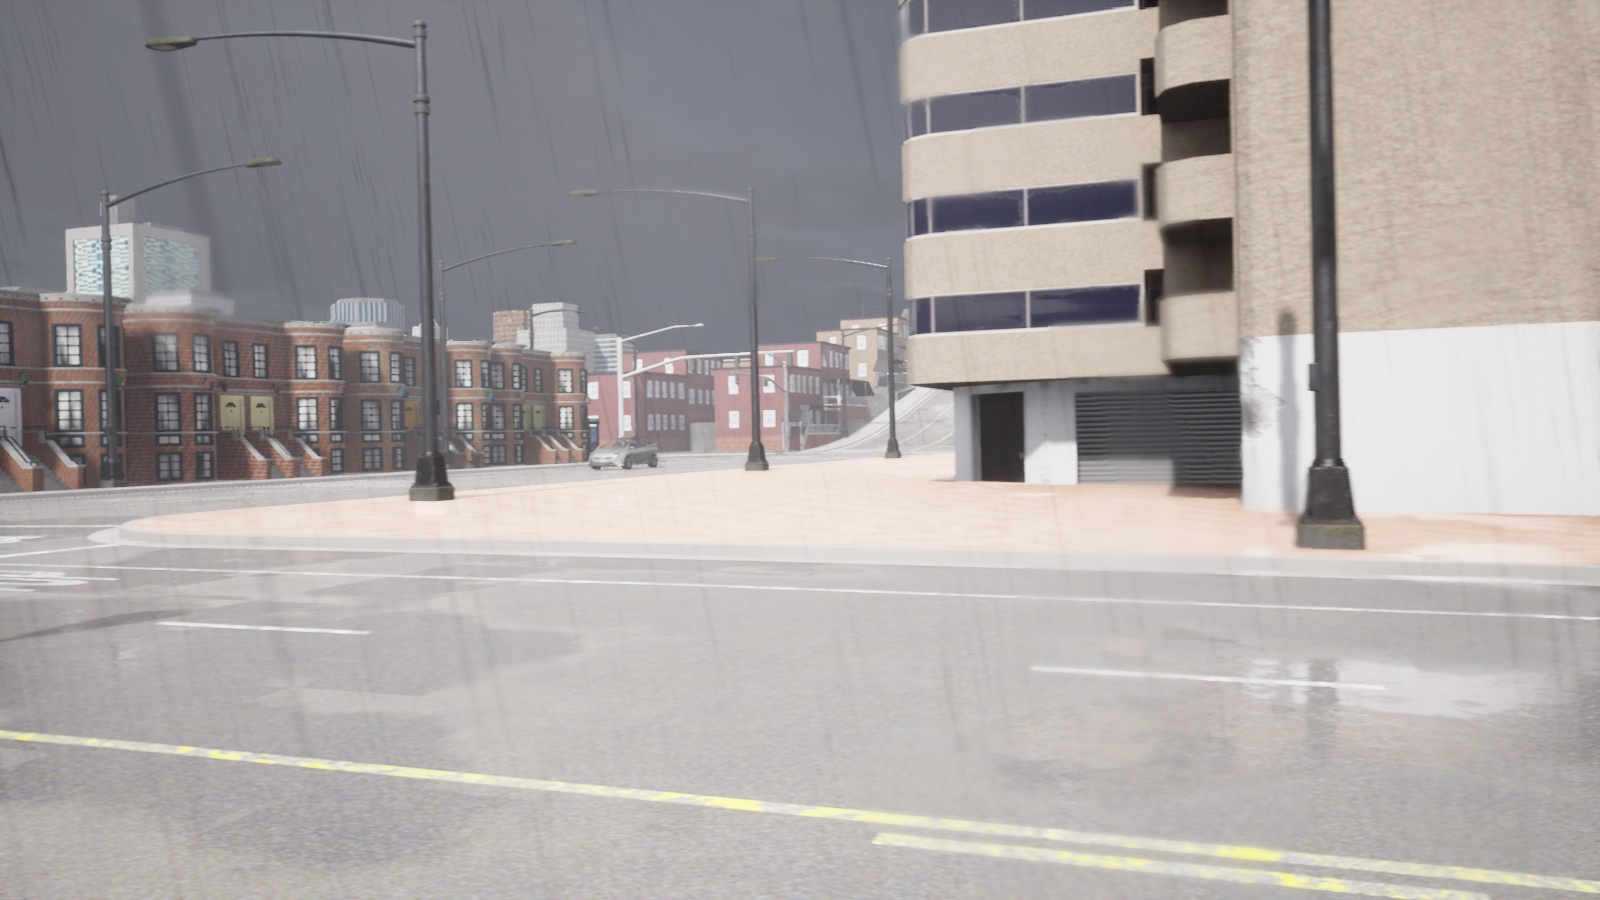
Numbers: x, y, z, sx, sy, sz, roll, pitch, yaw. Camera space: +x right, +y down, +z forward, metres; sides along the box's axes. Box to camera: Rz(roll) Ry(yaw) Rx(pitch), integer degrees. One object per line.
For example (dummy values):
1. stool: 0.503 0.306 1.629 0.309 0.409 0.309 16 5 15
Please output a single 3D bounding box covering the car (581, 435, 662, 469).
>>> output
1. car: -8.629 0.079 61.132 2.007 1.525 4.514 -1 1 20
